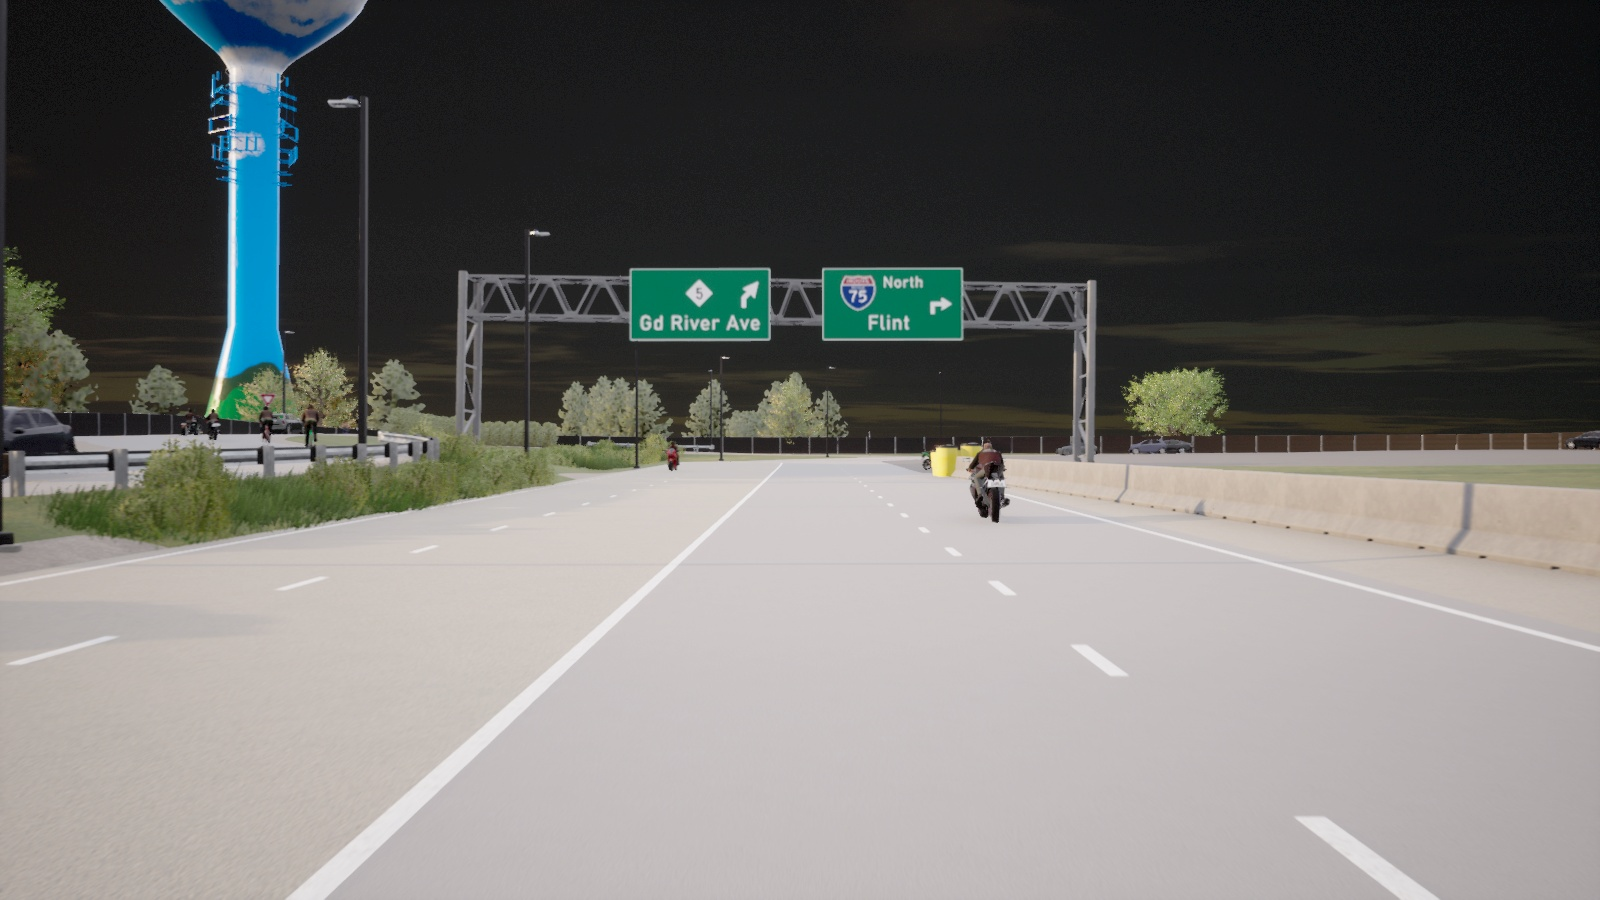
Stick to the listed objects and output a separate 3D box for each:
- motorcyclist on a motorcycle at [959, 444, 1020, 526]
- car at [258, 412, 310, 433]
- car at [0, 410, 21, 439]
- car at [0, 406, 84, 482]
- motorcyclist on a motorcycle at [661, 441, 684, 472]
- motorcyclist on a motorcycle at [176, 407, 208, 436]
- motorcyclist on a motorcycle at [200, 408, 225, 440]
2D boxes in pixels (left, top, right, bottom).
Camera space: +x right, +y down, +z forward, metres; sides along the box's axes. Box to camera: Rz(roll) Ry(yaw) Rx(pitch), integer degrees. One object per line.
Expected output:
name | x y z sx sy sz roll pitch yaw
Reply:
motorcyclist on a motorcycle | 3.656 0.644 24.390 0.866 1.530 2.191 0 0 0
car | -36.147 -1.908 88.067 1.970 1.475 3.806 0 1 1
car | -36.791 -1.118 55.246 1.895 1.301 4.718 0 2 3
car | -16.890 -0.157 26.219 1.845 1.501 3.633 0 2 -2
motorcyclist on a motorcycle | -6.445 0.317 63.559 0.797 1.523 2.044 0 0 3
motorcyclist on a motorcycle | -35.996 -1.686 74.381 0.766 1.649 2.350 0 1 -1
motorcyclist on a motorcycle | -28.043 -1.244 59.917 0.797 1.523 2.044 0 1 -33
